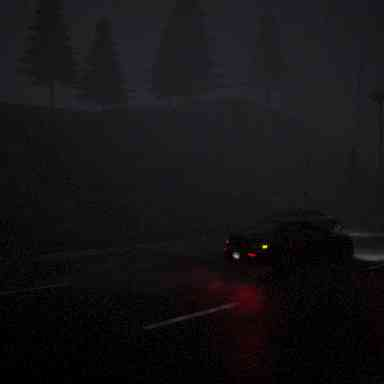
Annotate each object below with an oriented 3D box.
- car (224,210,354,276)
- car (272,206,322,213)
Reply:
[{"bbox_3d":[3.076,1.509,10.297,4.674,1.442,1.812,0,0,-35],"label":"car"},{"bbox_3d":[5.506,1.477,16.329,4.892,1.490,1.837,0,0,-36],"label":"car"}]
